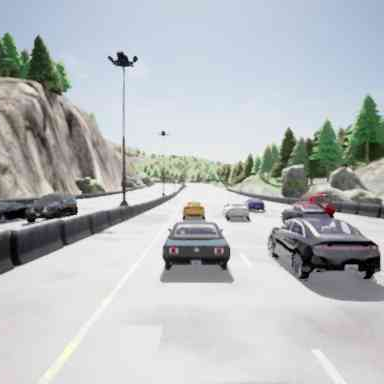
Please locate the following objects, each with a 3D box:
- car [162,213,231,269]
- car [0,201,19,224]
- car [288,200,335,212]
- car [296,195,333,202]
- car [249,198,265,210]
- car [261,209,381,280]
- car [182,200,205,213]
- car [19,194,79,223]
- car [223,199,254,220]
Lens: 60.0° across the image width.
[{"bbox_3d":[0.120,1.601,11.112,1.895,1.301,4.718,0,0,0],"label":"car"},{"bbox_3d":[-13.957,1.451,24.655,1.882,1.535,5.008,0,0,0],"label":"car"},{"bbox_3d":[7.143,1.504,21.401,2.128,1.511,4.902,0,0,0],"label":"car"},{"bbox_3d":[10.662,1.235,29.460,2.150,2.045,5.566,0,0,0],"label":"car"},{"bbox_3d":[7.183,1.456,38.811,1.882,1.535,5.008,0,0,0],"label":"car"},{"bbox_3d":[3.618,1.498,9.948,2.128,1.511,4.902,0,0,0],"label":"car"},{"bbox_3d":[0.161,1.472,29.259,1.882,1.535,5.008,0,0,0],"label":"car"},{"bbox_3d":[-10.449,1.186,25.329,2.150,2.045,5.566,0,0,0],"label":"car"},{"bbox_3d":[3.658,1.528,27.956,1.812,1.442,4.674,0,0,0],"label":"car"}]
